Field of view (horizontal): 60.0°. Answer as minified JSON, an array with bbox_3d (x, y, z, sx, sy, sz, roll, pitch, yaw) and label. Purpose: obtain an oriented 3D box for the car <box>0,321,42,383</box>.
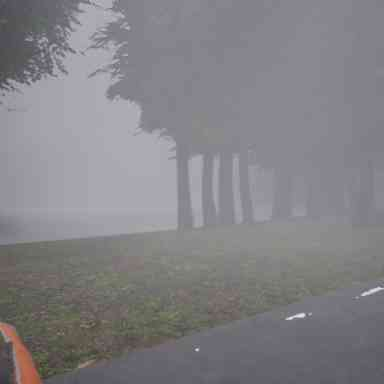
[{"bbox_3d":[-2.815,1.352,1.066,4.553,1.767,2.097,0,0,-36],"label":"car"}]
